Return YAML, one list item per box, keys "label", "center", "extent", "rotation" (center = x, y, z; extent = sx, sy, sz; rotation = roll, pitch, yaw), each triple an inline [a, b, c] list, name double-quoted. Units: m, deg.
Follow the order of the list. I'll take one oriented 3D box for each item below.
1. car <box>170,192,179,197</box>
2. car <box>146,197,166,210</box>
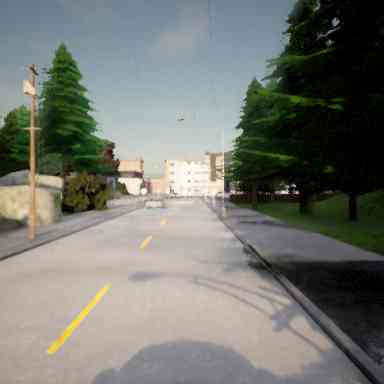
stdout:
- label: "car"
  center: [-4.018, 0.665, 78.999]
  extent: [1.837, 1.490, 4.892]
  rotation: [0, 0, 4]
- label: "car"
  center: [-4.081, 1.280, 37.759]
  extent: [1.895, 1.301, 4.718]
  rotation: [0, 0, 0]
